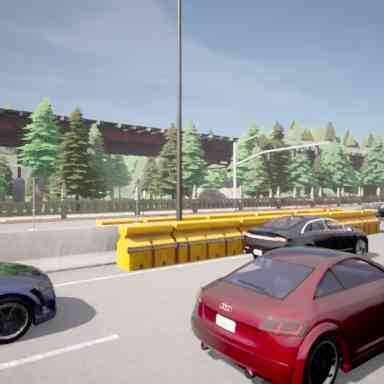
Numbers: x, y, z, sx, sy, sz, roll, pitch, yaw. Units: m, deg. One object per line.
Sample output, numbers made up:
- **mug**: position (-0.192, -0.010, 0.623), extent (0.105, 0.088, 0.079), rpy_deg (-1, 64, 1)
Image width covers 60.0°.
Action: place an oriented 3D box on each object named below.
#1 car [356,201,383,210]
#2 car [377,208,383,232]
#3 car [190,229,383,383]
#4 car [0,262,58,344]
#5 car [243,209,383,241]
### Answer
- **car**: position (15.429, 1.482, 26.670), extent (4.902, 1.511, 2.128), rpy_deg (0, 0, -11)
- **car**: position (11.021, 1.557, 15.929), extent (4.181, 1.385, 1.994), rpy_deg (0, 0, -35)
- **car**: position (2.041, 1.562, 5.208), extent (4.181, 1.385, 1.994), rpy_deg (0, 0, -35)
- **car**: position (-4.293, 1.564, 4.981), extent (4.181, 1.385, 1.994), rpy_deg (0, 0, -36)
- **car**: position (3.829, 1.488, 10.786), extent (4.902, 1.511, 2.128), rpy_deg (0, 0, -36)
